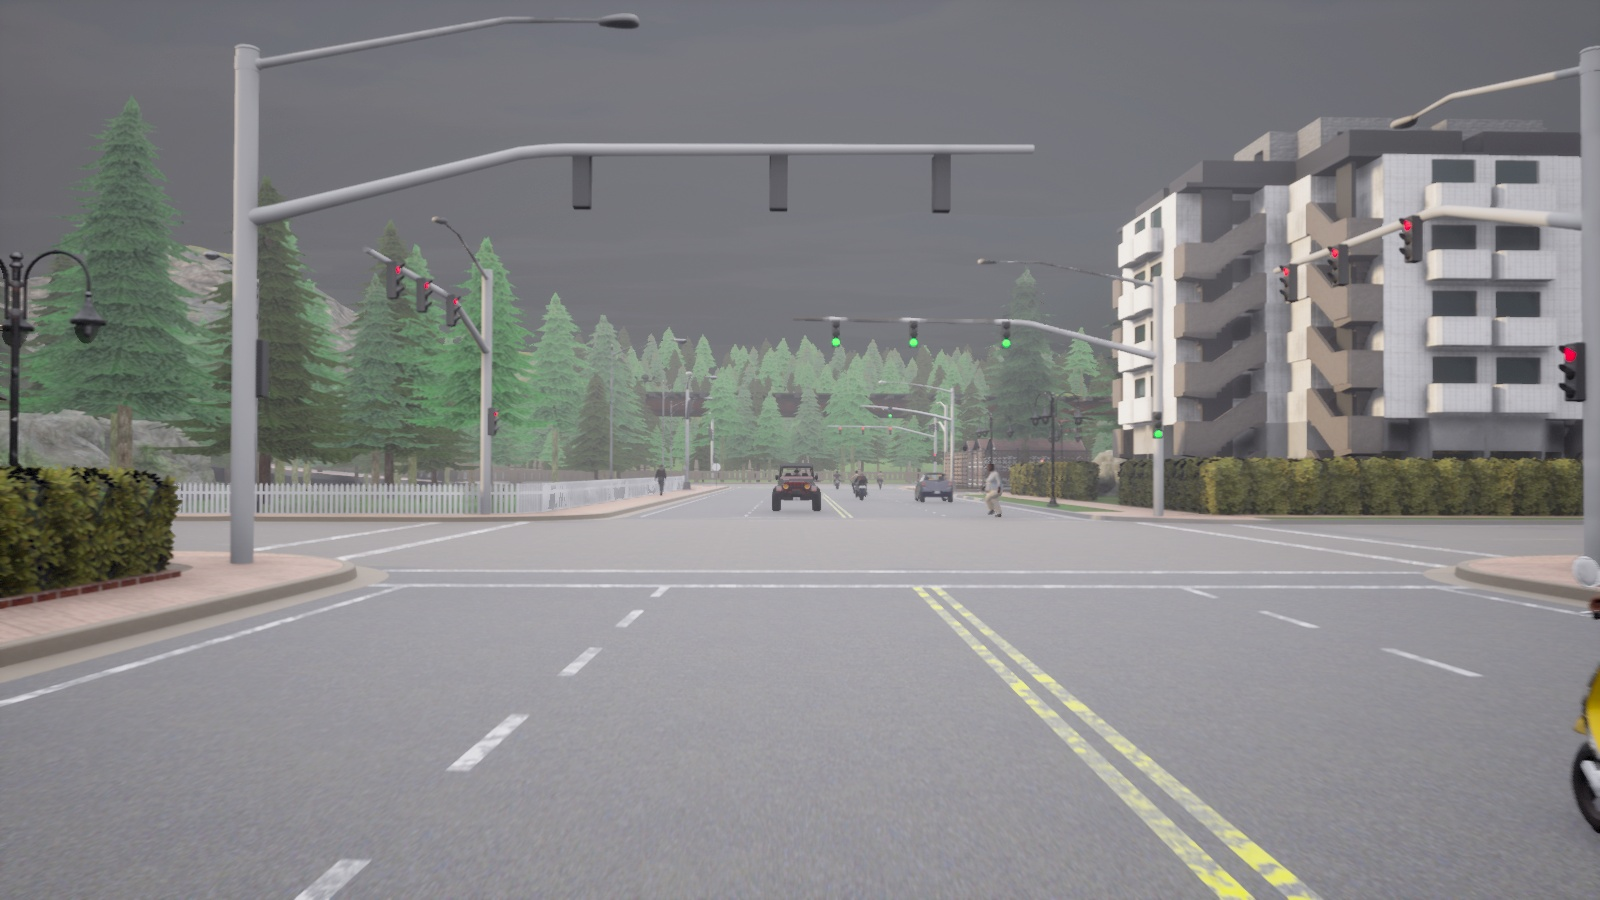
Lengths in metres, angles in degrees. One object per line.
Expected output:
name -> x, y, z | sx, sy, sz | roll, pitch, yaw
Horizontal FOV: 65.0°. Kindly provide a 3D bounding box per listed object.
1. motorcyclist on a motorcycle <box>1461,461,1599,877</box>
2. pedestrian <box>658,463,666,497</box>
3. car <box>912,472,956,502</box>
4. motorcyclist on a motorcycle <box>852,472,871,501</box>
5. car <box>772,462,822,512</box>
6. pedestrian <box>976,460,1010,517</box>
motorcyclist on a motorcycle -> 3.483, 0.836, 4.862 | 0.866, 1.590, 1.817 | 0, -1, 0
pedestrian -> -7.705, 1.678, 70.127 | 0.376, 1.854, 0.720 | 0, -1, -1
car -> 6.842, 1.882, 64.575 | 1.845, 1.501, 3.633 | 0, -1, 0
motorcyclist on a motorcycle -> 3.334, 1.978, 68.213 | 0.866, 1.530, 2.191 | 0, -1, 0
car -> -0.122, 1.439, 49.473 | 1.905, 1.878, 3.866 | 0, -1, 0
pedestrian -> 6.437, 1.280, 41.939 | 0.900, 1.855, 0.874 | 0, -1, -9
